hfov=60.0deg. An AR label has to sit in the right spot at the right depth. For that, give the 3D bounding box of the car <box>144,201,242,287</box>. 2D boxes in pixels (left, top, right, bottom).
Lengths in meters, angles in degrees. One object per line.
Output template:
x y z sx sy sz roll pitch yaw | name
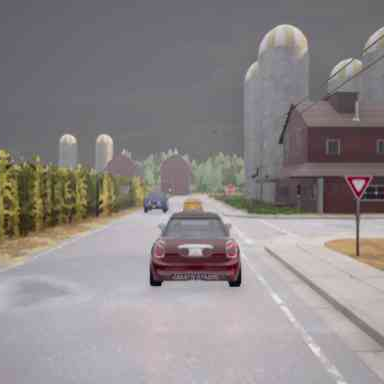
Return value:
0.084 1.295 9.304 2.097 1.767 4.553 0 0 0 | car

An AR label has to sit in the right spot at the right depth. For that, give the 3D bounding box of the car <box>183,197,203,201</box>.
0.098 1.266 34.622 1.882 1.535 5.008 0 0 0 | car

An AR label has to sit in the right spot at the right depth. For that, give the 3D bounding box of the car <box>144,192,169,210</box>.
-3.583 1.013 34.255 2.150 2.045 5.566 0 0 0 | car
